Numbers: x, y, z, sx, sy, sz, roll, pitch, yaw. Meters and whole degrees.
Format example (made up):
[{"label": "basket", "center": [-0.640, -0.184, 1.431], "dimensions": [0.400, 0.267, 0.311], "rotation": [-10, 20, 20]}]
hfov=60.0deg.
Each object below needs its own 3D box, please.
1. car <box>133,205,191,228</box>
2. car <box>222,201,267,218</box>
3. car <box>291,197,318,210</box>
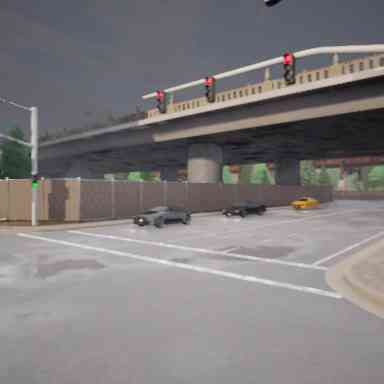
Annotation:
[{"label": "car", "center": [-1.958, 1.619, 22.668], "dimensions": [1.994, 1.385, 4.181], "rotation": [0, 0, 40]}, {"label": "car", "center": [4.955, 1.557, 30.768], "dimensions": [2.033, 1.411, 5.357], "rotation": [0, 0, 41]}, {"label": "car", "center": [14.106, 1.428, 41.459], "dimensions": [1.882, 1.535, 5.008], "rotation": [0, 1, 41]}]
